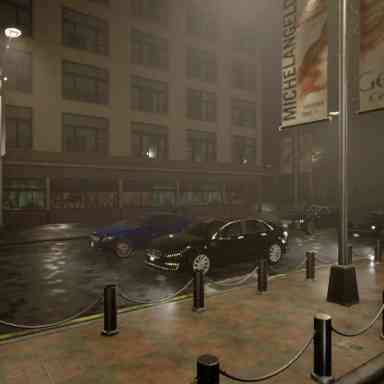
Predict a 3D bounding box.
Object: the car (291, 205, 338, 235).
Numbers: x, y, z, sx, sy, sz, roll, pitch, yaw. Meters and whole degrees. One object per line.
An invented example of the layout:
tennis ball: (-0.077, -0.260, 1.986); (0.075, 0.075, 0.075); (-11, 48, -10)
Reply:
car: (6.851, 1.492, 18.746); (4.902, 1.511, 2.128); (0, 0, -35)

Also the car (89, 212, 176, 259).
car: (-1.514, 1.526, 12.764); (4.674, 1.442, 1.812); (0, 0, -35)

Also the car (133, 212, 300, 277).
car: (0.918, 1.505, 10.195); (4.892, 1.490, 1.837); (0, 0, -36)

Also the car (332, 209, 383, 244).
car: (9.076, 1.601, 16.036); (4.718, 1.301, 1.895); (0, 0, -35)
